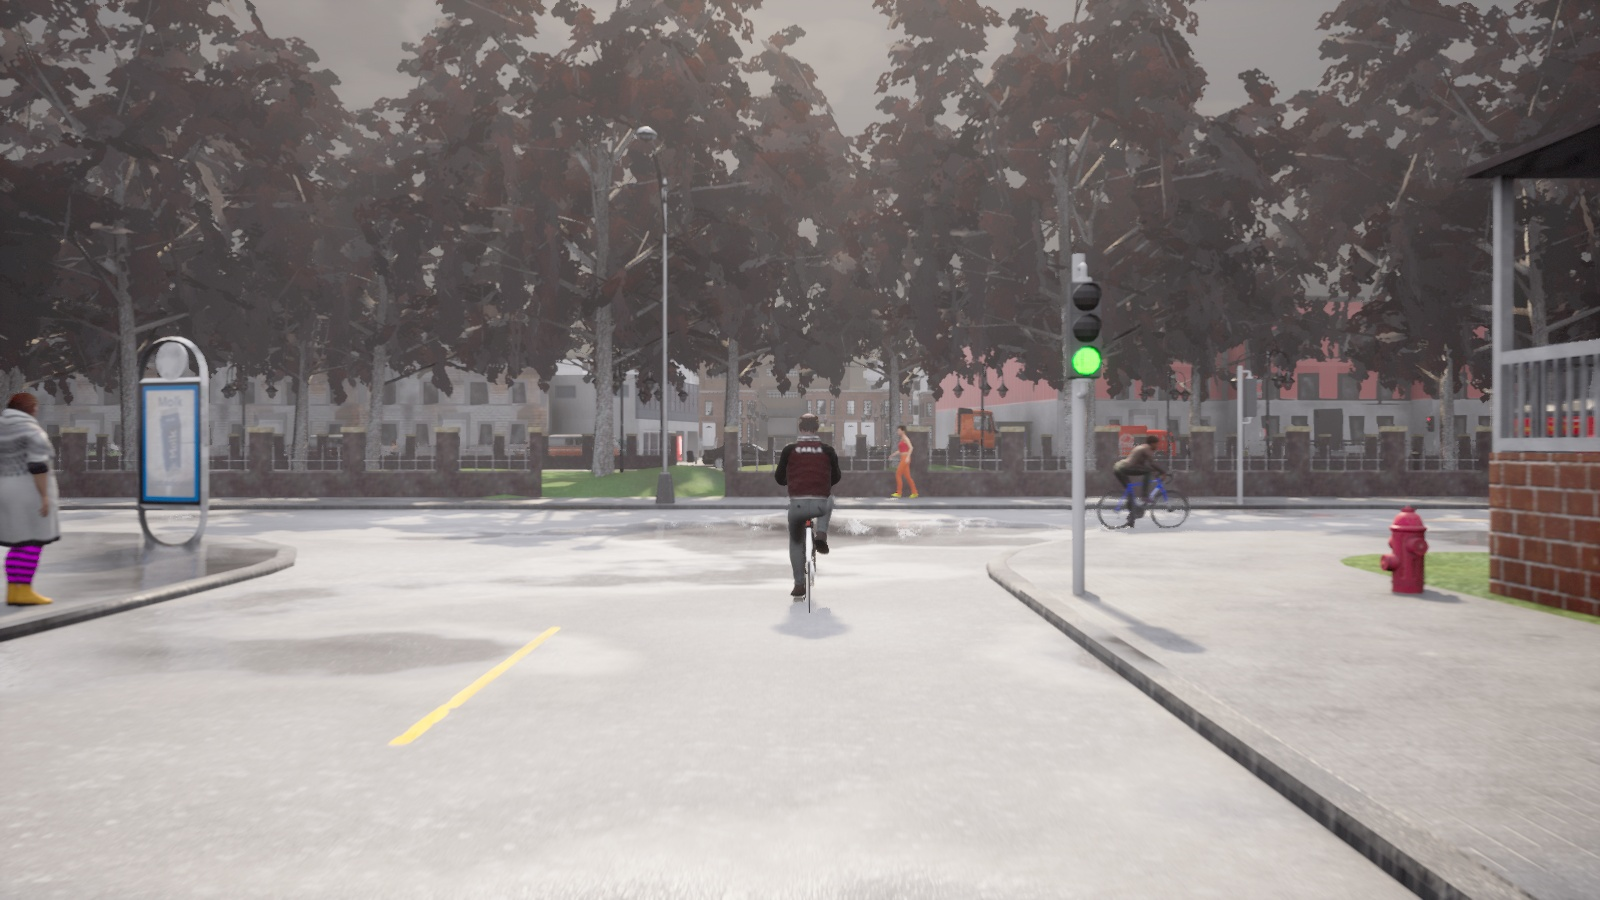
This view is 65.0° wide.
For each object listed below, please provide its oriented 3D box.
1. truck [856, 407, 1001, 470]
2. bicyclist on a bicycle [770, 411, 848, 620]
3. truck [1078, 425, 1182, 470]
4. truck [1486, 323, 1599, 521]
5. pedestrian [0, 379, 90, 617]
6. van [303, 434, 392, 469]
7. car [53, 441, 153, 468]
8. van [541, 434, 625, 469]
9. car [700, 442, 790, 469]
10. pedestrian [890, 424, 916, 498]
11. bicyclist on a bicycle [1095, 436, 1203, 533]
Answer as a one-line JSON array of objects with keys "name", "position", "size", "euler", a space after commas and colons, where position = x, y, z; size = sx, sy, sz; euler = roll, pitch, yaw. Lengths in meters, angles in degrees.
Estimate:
[{"name": "truck", "position": [7.200, -0.638, 71.139], "size": [7.936, 3.462, 2.891], "euler": [0, 0, 0]}, {"name": "bicyclist on a bicycle", "position": [0.081, 0.551, 11.589], "size": [0.659, 1.776, 1.843], "euler": [0, 1, 0]}, {"name": "truck", "position": [18.610, -0.133, 71.088], "size": [5.204, 2.467, 2.627], "euler": [0, 0, 0]}, {"name": "truck", "position": [19.135, -0.551, 25.889], "size": [8.468, 3.827, 2.891], "euler": [0, 0, -3]}, {"name": "pedestrian", "position": [-6.684, 0.389, 10.716], "size": [0.659, 1.952, 0.873], "euler": [0, 0, 28]}, {"name": "van", "position": [-25.654, 0.069, 71.284], "size": [4.442, 1.987, 1.775], "euler": [0, 0, 0]}, {"name": "car", "position": [-39.552, 0.252, 71.332], "size": [4.514, 1.525, 2.007], "euler": [0, 0, 0]}, {"name": "van", "position": [-12.302, 0.080, 71.235], "size": [4.442, 1.987, 1.775], "euler": [0, 0, 0]}, {"name": "car", "position": [-3.071, 0.313, 71.194], "size": [5.008, 1.535, 1.882], "euler": [0, 0, 0]}, {"name": "pedestrian", "position": [2.560, 0.279, 31.231], "size": [0.594, 1.836, 0.345], "euler": [0, 0, 0]}, {"name": "bicyclist on a bicycle", "position": [5.960, 0.581, 21.490], "size": [1.656, 1.620, 0.582], "euler": [0, 1, -8]}]
